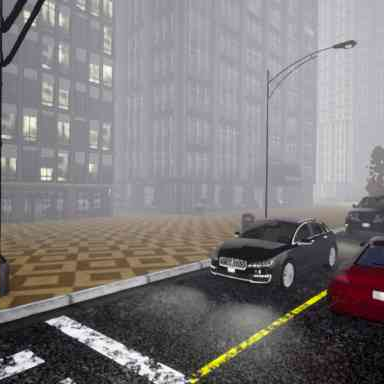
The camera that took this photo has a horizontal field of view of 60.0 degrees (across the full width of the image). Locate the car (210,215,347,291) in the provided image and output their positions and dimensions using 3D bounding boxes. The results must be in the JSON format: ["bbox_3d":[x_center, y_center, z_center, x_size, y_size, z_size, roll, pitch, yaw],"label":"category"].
[{"bbox_3d":[2.477,1.477,9.188,1.837,1.490,4.892,1,0,41],"label":"car"}]

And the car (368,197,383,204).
[{"bbox_3d":[37.878,1.655,66.301,2.008,1.369,4.403,-1,0,-34],"label":"car"}]

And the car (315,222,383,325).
[{"bbox_3d":[4.262,1.567,6.581,1.994,1.385,4.181,1,0,41],"label":"car"}]

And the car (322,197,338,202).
[{"bbox_3d":[35.375,1.857,84.976,1.947,1.339,4.313,-1,0,-34],"label":"car"}]

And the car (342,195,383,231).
[{"bbox_3d":[9.967,1.203,17.545,2.150,2.045,5.566,1,0,42],"label":"car"}]
